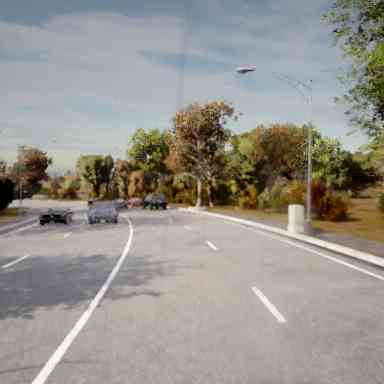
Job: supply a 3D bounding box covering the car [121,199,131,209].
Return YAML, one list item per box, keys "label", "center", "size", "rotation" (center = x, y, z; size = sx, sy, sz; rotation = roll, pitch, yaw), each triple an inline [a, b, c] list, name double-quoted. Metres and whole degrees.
- label: "car"
  center: [-10.675, 1.736, 48.416]
  size: [1.812, 1.442, 4.674]
  rotation: [-2, 0, -25]

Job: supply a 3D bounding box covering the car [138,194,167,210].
- label: "car"
  center: [-4.989, 1.298, 43.916]
  size: [2.150, 2.045, 5.566]
  rotation: [-2, 0, -23]

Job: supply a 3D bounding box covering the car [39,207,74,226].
- label: "car"
  center: [-10.280, 1.795, 25.413]
  size: [1.895, 1.301, 4.718]
  rotation: [-1, 0, -13]

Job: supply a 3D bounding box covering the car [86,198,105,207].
- label: "car"
  center: [-18.378, 1.870, 62.861]
  size: [2.128, 1.511, 4.902]
  rotation: [-2, 0, -32]

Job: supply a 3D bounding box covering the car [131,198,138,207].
- label: "car"
  center: [-9.291, 1.670, 53.697]
  size: [1.812, 1.442, 4.674]
  rotation: [-2, 0, -27]

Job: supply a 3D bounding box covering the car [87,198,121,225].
- label: "car"
  center: [-6.694, 1.481, 25.347]
  size: [2.097, 1.767, 4.553]
  rotation: [-1, 0, -13]
